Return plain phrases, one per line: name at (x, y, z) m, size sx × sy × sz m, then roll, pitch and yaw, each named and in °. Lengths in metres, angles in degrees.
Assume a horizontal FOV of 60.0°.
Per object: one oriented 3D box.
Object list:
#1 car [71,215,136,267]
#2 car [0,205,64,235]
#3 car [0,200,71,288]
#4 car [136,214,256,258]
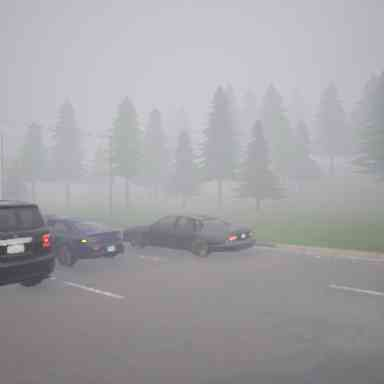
car at (-4.305, 1.531, 11.361) m, size 4.674 × 1.442 × 1.812 m, roll 0°, pitch 0°, yaw 36°
car at (-10.141, 1.558, 19.824) m, size 5.357 × 1.411 × 2.033 m, roll 0°, pitch 0°, yaw 35°
car at (-5.627, 1.223, 8.009) m, size 5.566 × 2.045 × 2.150 m, roll 0°, pitch 0°, yaw 35°
car at (-0.296, 1.551, 12.803) m, size 5.357 × 1.411 × 2.033 m, roll 0°, pitch 0°, yaw 35°
